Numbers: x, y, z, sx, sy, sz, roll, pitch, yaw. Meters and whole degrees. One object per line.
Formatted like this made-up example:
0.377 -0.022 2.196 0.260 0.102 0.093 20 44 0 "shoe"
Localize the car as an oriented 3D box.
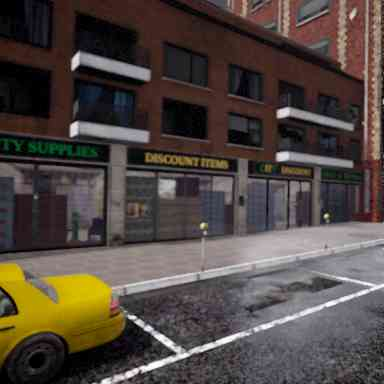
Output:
-3.209 1.528 3.781 4.829 1.417 1.752 0 2 -36 "car"
